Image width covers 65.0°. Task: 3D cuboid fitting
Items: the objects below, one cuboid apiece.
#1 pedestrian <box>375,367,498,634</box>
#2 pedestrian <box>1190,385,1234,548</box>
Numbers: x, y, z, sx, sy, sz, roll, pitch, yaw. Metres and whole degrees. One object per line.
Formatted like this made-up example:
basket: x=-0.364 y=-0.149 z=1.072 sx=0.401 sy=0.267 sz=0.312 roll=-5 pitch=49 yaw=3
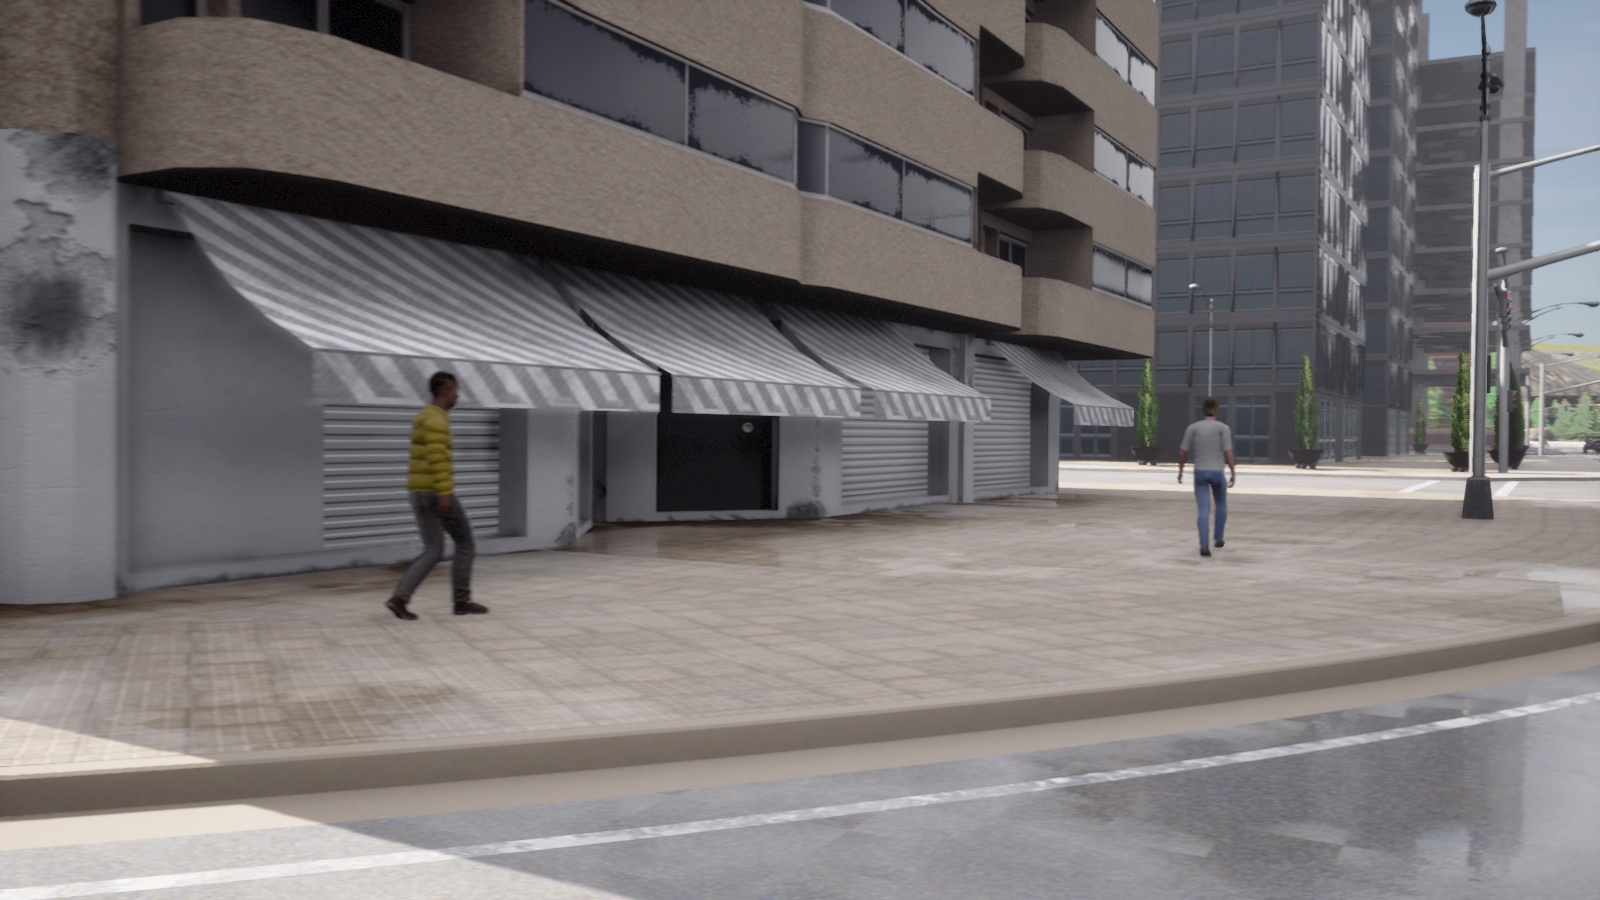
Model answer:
pedestrian: x=-2.609 y=0.343 z=9.024 sx=0.709 sy=1.840 sz=0.431 roll=-1 pitch=1 yaw=-38
pedestrian: x=4.764 y=0.178 z=14.514 sx=0.354 sy=1.836 sz=0.706 roll=0 pitch=1 yaw=28
